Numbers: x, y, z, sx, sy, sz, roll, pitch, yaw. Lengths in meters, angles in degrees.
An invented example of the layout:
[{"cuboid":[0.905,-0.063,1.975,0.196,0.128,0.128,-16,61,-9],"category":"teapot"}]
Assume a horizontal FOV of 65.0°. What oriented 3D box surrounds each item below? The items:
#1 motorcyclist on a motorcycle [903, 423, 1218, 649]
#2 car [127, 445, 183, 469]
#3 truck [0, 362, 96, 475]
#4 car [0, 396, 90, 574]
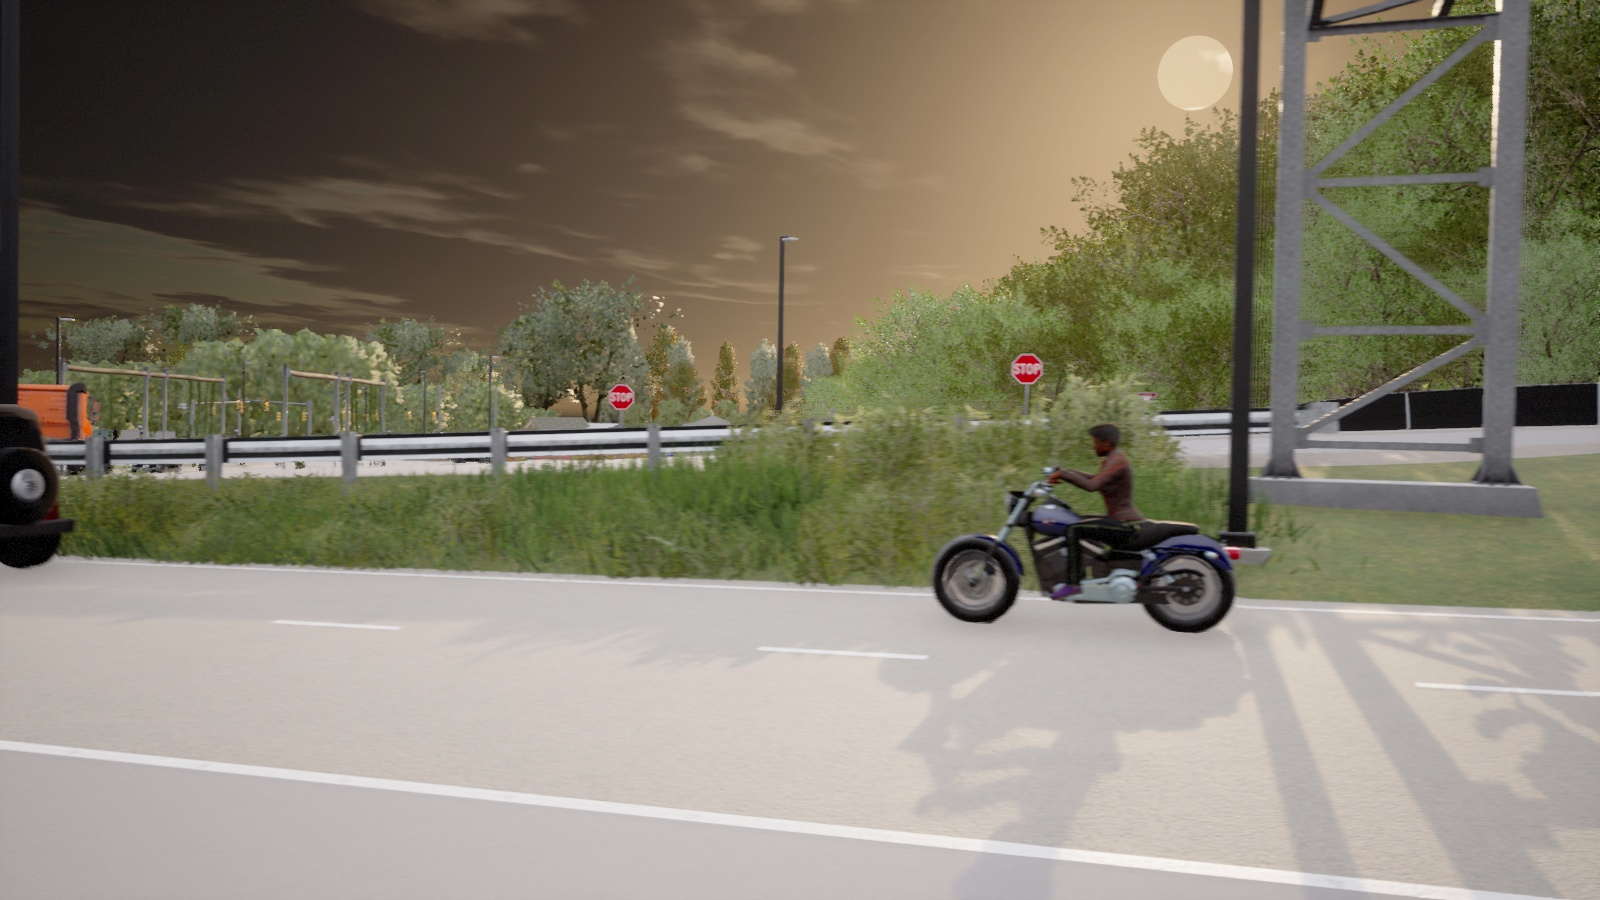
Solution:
[{"cuboid":[2.047,0.614,9.888,2.350,1.649,0.766,0,1,19],"category":"motorcyclist on a motorcycle"},{"cuboid":[-40.757,0.452,79.469,1.970,1.475,3.806,1,0,-8],"category":"car"},{"cuboid":[-26.087,-0.907,42.319,2.891,3.462,7.936,1,-2,-21],"category":"truck"},{"cuboid":[-10.229,0.347,14.018,3.866,1.878,1.905,1,1,19],"category":"car"}]
